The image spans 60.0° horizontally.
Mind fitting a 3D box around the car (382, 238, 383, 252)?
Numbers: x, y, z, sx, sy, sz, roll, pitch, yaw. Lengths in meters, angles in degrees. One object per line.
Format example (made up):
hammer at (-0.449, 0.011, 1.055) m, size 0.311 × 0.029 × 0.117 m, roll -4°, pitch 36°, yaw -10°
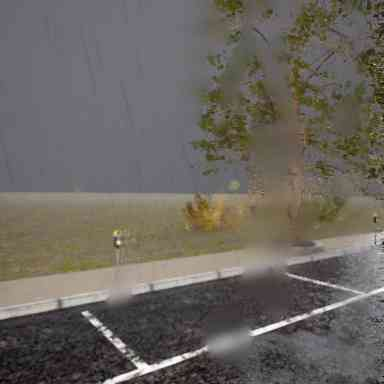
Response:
car at (8.699, 1.623, 12.253) m, size 4.403 × 1.369 × 2.008 m, roll 0°, pitch 0°, yaw -35°
